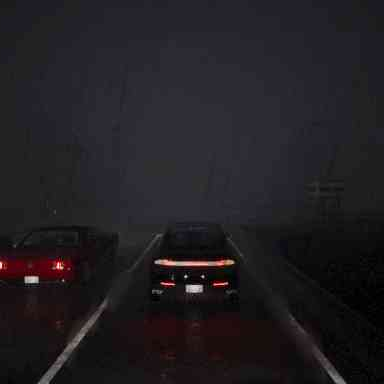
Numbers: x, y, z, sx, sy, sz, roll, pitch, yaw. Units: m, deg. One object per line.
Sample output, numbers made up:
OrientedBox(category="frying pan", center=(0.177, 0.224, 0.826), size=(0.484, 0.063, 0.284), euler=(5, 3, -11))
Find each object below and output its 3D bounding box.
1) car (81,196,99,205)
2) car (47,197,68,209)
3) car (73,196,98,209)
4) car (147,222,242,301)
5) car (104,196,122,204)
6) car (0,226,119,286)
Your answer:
OrientedBox(category="car", center=(-18.505, 1.526, 60.558), size=(1.812, 1.442, 4.674), euler=(0, 0, 1))
OrientedBox(category="car", center=(-18.561, 1.505, 45.466), size=(1.837, 1.490, 4.892), euler=(0, 0, 0))
OrientedBox(category="car", center=(-15.058, 1.564, 46.313), size=(1.994, 1.385, 4.181), euler=(0, 0, 0))
OrientedBox(category="car", center=(0.064, 1.492, 8.291), size=(2.128, 1.511, 4.902), euler=(0, 0, 1))
OrientedBox(category="car", center=(-14.979, 1.506, 64.619), size=(1.837, 1.490, 4.892), euler=(0, -1, 1))
OrientedBox(category="car", center=(-3.427, 1.601, 9.379), size=(1.895, 1.301, 4.718), euler=(0, 0, 0))
